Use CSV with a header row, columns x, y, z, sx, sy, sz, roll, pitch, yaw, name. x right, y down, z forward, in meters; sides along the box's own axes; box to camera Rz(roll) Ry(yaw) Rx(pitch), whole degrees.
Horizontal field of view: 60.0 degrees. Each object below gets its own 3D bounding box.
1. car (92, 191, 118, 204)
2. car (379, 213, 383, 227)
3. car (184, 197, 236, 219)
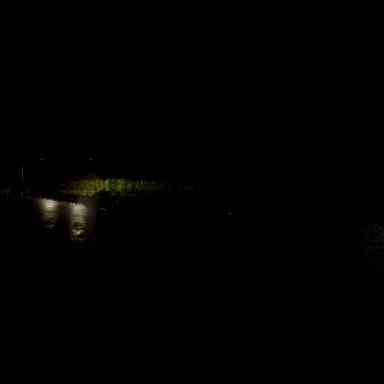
x,y,z,sx,sy,sz,roll,pitch,yaw,name
-11.327,0.649,43.352,2.097,1.767,4.553,1,1,-35,car
13.305,1.461,18.608,5.008,1.535,1.882,1,3,15,car
1.299,1.179,25.608,2.128,1.511,4.902,0,1,-35,car
